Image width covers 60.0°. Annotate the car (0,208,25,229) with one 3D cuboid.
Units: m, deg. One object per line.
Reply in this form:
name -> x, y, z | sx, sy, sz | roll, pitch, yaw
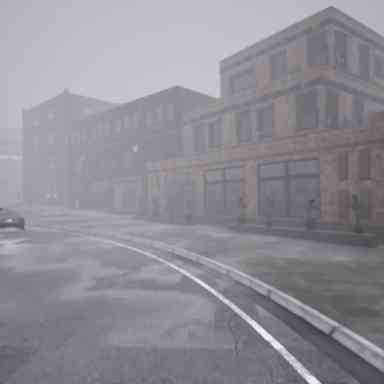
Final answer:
car -> -12.857, 1.780, 22.338 | 4.181, 1.385, 1.994 | -1, 0, 44
